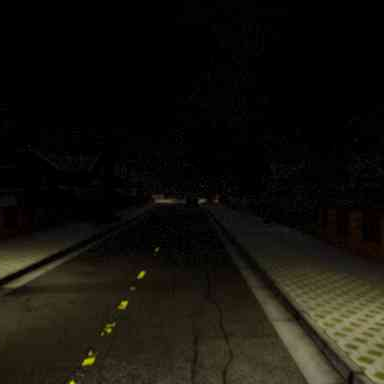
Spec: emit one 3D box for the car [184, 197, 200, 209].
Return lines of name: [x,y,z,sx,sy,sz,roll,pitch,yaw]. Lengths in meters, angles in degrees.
car: [-0.006,1.522,45.939,1.837,1.490,4.892,0,0,0]

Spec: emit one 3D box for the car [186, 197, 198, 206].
car: [-0.008,1.607,56.393,1.895,1.301,4.718,0,0,0]
